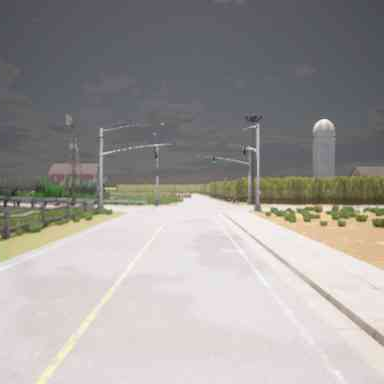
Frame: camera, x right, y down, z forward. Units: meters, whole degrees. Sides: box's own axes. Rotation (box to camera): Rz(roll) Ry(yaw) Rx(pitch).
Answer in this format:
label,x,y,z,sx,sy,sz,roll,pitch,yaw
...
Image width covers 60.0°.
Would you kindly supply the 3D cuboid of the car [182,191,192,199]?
label,x,y,z,sx,sy,sz,roll,pitch,yaw
car,-1.195,0.542,73.222,2.097,1.767,4.553,0,1,-3
